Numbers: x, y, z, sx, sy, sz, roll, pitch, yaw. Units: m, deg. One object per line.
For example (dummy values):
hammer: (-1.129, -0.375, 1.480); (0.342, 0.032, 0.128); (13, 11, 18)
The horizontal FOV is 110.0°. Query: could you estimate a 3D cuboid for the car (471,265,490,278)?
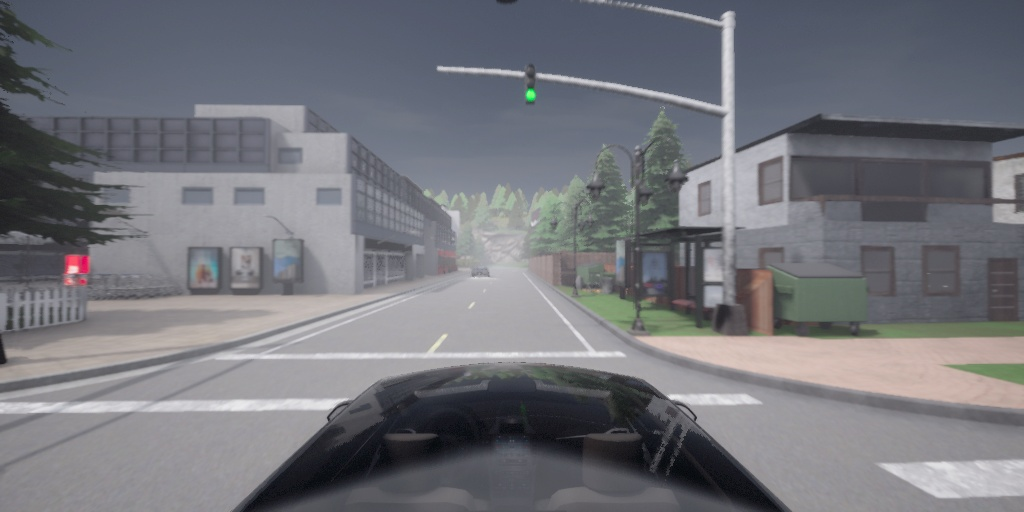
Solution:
car: (-3.517, 1.733, 40.977); (1.994, 1.385, 4.181); (0, -1, 0)
